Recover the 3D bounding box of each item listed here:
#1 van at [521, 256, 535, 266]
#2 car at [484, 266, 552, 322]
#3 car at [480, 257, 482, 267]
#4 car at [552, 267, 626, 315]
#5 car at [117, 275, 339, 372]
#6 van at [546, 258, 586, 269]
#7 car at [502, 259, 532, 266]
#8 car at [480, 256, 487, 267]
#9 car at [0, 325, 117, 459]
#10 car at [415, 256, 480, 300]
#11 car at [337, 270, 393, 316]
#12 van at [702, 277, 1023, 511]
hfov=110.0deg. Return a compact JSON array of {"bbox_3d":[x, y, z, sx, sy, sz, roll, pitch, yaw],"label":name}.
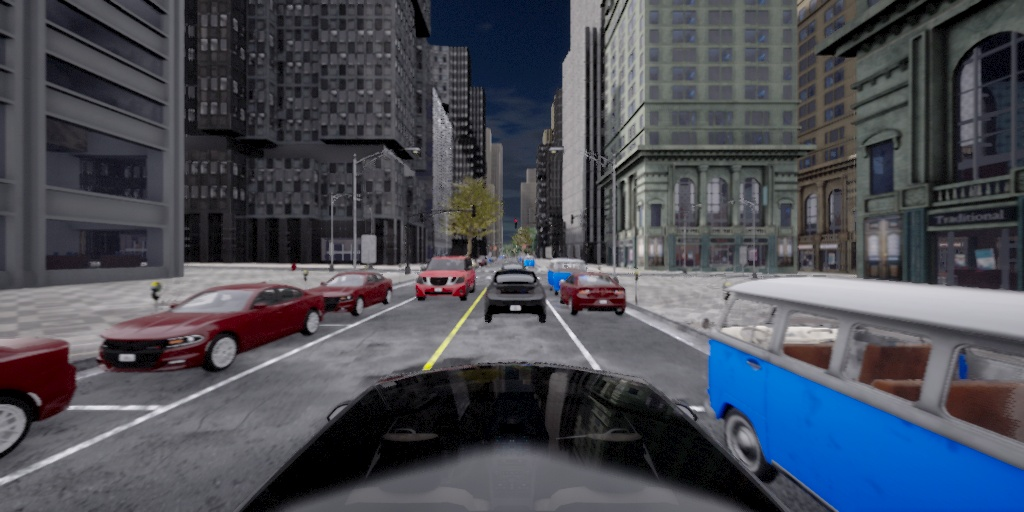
[{"bbox_3d":[2.748,0.908,56.649,1.690,1.789,3.998,0,0,0],"label":"van"},{"bbox_3d":[0.098,1.212,12.151,1.837,1.490,4.892,0,-1,0],"label":"car"},{"bbox_3d":[-5.782,1.109,51.079,1.751,1.417,4.829,0,0,0],"label":"car"},{"bbox_3d":[2.773,1.253,13.140,1.888,1.381,4.507,0,0,0],"label":"car"},{"bbox_3d":[-5.780,1.273,7.631,1.888,1.381,4.507,0,0,0],"label":"car"},{"bbox_3d":[2.772,1.029,18.666,1.690,1.789,3.998,0,0,0],"label":"van"},{"bbox_3d":[0.090,1.148,23.783,1.882,1.535,5.008,0,0,0],"label":"car"},{"bbox_3d":[-5.779,1.098,61.829,1.888,1.381,4.507,0,0,0],"label":"car"},{"bbox_3d":[-5.777,1.293,2.106,1.888,1.381,4.507,0,0,0],"label":"car"},{"bbox_3d":[-3.005,1.010,17.370,2.150,2.045,5.566,0,0,0],"label":"car"},{"bbox_3d":[-5.783,1.252,13.157,1.888,1.381,4.507,0,0,0],"label":"car"},{"bbox_3d":[2.774,1.089,2.091,1.690,1.789,3.998,0,0,0],"label":"van"}]
